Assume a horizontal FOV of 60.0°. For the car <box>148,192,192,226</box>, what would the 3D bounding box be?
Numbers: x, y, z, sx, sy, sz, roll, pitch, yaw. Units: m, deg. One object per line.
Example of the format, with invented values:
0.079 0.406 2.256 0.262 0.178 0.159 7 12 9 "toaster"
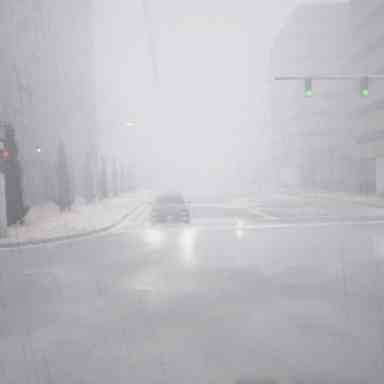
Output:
-1.148 0.812 17.373 1.837 1.490 4.892 -2 3 -3 "car"
